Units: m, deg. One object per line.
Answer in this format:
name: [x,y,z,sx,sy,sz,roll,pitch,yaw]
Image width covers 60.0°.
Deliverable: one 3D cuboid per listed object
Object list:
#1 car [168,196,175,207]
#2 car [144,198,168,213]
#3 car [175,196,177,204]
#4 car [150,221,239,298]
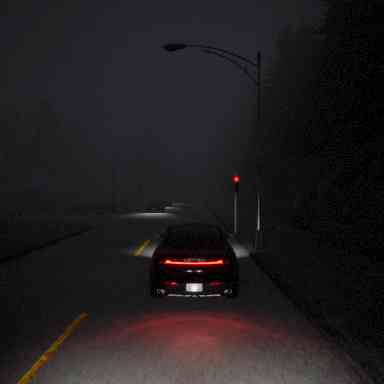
car: [-4.081,1.563,50.898,1.994,1.385,4.181,0,0,0]
car: [-4.091,1.564,37.061,1.994,1.385,4.181,0,0,0]
car: [-4.016,1.477,66.049,1.882,1.535,5.008,0,0,1]
car: [0.061,1.505,8.523,1.837,1.490,4.892,0,0,0]
